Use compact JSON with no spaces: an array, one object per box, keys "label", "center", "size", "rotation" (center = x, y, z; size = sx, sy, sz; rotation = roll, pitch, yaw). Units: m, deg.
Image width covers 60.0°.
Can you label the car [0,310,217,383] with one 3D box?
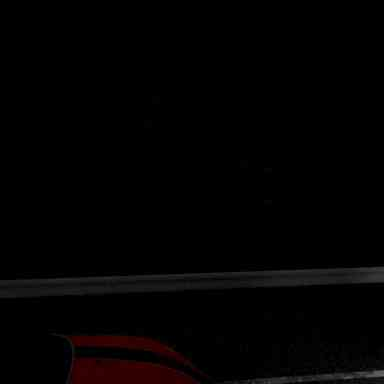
[{"label":"car","center":[-1.848,1.352,1.669],"size":[4.553,1.767,2.097],"rotation":[0,0,-6]}]
